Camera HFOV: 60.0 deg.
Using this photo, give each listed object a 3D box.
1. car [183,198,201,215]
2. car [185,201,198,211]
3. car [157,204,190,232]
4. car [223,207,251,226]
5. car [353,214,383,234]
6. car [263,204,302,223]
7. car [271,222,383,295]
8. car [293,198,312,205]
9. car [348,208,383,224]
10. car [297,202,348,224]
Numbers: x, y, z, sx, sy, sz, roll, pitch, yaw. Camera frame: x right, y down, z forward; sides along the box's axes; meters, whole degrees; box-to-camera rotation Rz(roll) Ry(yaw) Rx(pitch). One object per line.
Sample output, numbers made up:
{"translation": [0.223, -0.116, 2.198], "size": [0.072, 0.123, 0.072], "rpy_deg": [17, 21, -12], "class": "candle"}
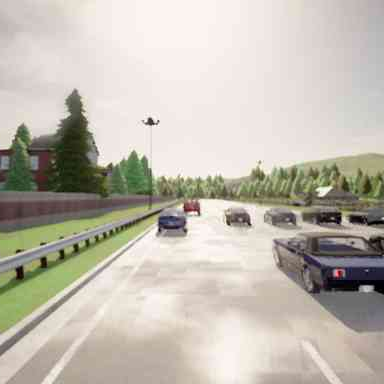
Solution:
{"translation": [-0.012, 1.827, 42.086], "size": [2.150, 2.045, 5.566], "rpy_deg": [0, -1, 0], "class": "car"}
{"translation": [-0.036, 2.303, 56.474], "size": [2.128, 1.511, 4.902], "rpy_deg": [0, -1, 0], "class": "car"}
{"translation": [-1.240, 1.803, 22.530], "size": [1.882, 1.535, 5.008], "rpy_deg": [0, -1, 0], "class": "car"}
{"translation": [3.582, 1.914, 26.934], "size": [1.812, 1.442, 4.674], "rpy_deg": [0, -1, 0], "class": "car"}
{"translation": [7.093, 1.634, 9.767], "size": [2.128, 1.511, 4.902], "rpy_deg": [0, -1, 0], "class": "car"}
{"translation": [7.082, 1.914, 26.951], "size": [1.812, 1.442, 4.674], "rpy_deg": [0, -1, 0], "class": "car"}
{"translation": [3.594, 1.733, 9.067], "size": [1.895, 1.301, 4.718], "rpy_deg": [0, -1, 0], "class": "car"}
{"translation": [22.874, 2.200, 68.655], "size": [3.866, 1.878, 1.905], "rpy_deg": [0, -1, 0], "class": "car"}
{"translation": [14.084, 1.946, 26.470], "size": [1.994, 1.385, 4.181], "rpy_deg": [0, -1, 0], "class": "car"}
{"translation": [10.581, 1.874, 27.483], "size": [1.882, 1.535, 5.008], "rpy_deg": [0, -1, 0], "class": "car"}
